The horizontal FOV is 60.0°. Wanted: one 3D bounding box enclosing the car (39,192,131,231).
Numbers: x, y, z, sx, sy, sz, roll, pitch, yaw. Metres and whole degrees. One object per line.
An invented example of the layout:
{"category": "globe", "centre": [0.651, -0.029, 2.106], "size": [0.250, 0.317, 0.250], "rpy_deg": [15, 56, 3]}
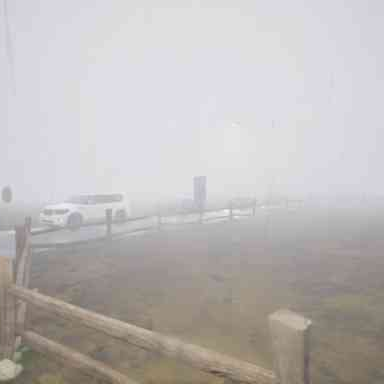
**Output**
{"category": "car", "centre": [-6.142, 1.026, 19.916], "size": [2.150, 2.045, 5.566], "rpy_deg": [1, 1, 35]}

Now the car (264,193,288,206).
{"category": "car", "centre": [11.184, 0.932, 43.973], "size": [1.882, 1.535, 5.008], "rpy_deg": [1, 1, 36]}

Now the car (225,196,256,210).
{"category": "car", "centre": [5.283, 1.138, 35.836], "size": [1.994, 1.385, 4.181], "rpy_deg": [1, 1, 36]}

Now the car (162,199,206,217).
{"category": "car", "centre": [-0.586, 1.257, 27.690], "size": [1.994, 1.385, 4.181], "rpy_deg": [1, 1, 36]}
